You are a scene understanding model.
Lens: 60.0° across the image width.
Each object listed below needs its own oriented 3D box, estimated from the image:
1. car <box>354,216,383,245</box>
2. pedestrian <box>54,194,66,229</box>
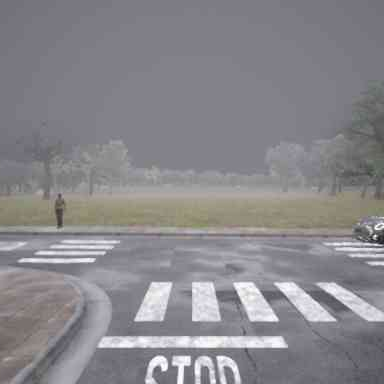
[{"bbox_3d":[9.479,1.386,14.254,4.553,1.767,2.097,1,1,0],"label":"car"},{"bbox_3d":[-6.836,0.964,17.190,0.375,1.860,0.375,0,1,0],"label":"pedestrian"}]
